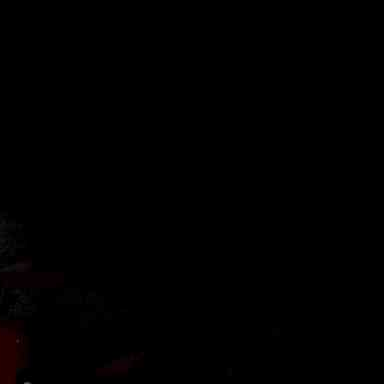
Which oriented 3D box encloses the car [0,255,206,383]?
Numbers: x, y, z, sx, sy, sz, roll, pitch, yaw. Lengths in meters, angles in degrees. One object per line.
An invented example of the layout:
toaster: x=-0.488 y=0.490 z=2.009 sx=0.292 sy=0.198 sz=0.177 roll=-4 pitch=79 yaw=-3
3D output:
car: x=-1.961 y=1.532 z=4.336 sx=4.507 sy=1.381 sz=1.887 roll=0 pitch=1 yaw=35

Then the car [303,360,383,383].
car: x=2.529 y=1.551 z=1.150 sx=4.507 sy=1.381 sz=1.887 roll=0 pitch=1 yaw=35
